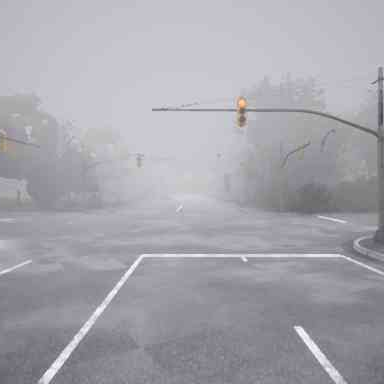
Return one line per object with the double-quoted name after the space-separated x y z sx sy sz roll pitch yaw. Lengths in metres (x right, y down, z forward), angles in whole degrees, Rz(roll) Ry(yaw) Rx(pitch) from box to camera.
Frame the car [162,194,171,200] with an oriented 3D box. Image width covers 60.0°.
-7.000 1.353 91.477 2.097 1.767 4.553 0 0 0 "car"
